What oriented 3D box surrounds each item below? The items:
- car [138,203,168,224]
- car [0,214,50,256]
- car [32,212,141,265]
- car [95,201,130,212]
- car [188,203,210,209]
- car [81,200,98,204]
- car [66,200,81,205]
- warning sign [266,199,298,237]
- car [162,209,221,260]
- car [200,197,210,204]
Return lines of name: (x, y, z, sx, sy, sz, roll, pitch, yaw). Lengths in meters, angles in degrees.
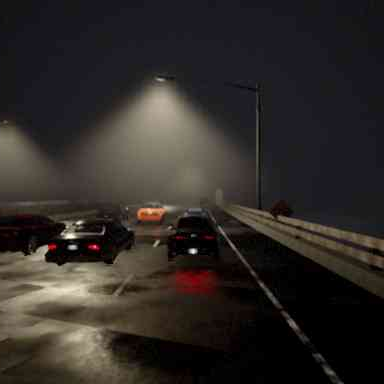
car: (-3.238, 1.673, 28.011, 2.097, 1.767, 4.553, 0, -1, 1)
car: (-6.911, 1.635, 13.922, 1.882, 1.535, 5.008, 0, 0, 1)
car: (-3.444, 1.685, 12.189, 2.033, 1.411, 5.357, 0, -1, 1)
car: (-6.717, 1.810, 28.877, 1.882, 1.535, 5.008, 0, 0, 1)
car: (0.265, 1.886, 28.085, 1.994, 1.385, 4.181, 0, -1, 1)
car: (-19.721, 2.323, 65.862, 1.812, 1.442, 4.674, 0, -1, 2)
car: (-23.217, 2.343, 66.008, 2.033, 1.411, 5.357, 0, -1, 2)
warning sign: (4.627, 1.310, 17.220, 1.300, 1.860, 1.060, -1, -2, 1)
car: (0.074, 1.655, 13.121, 1.837, 1.490, 4.892, 0, 0, 1)
car: (2.980, 2.152, 76.779, 2.150, 2.045, 5.566, 0, -1, 3)
